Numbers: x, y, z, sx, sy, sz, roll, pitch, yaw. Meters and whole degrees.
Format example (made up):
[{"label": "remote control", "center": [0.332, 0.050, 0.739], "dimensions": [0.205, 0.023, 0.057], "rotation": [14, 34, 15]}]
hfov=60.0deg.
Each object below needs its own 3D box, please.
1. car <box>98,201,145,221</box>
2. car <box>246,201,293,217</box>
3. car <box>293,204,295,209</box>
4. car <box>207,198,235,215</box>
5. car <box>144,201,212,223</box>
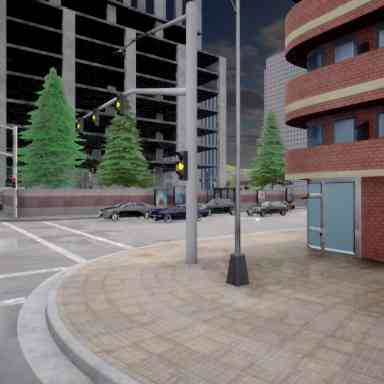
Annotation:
[{"label": "car", "center": [-5.295, 1.547, 27.576], "dimensions": [4.902, 1.511, 2.128], "rotation": [0, 0, -35]}, {"label": "car", "center": [7.345, 1.581, 32.236], "dimensions": [4.674, 1.442, 1.812], "rotation": [0, 0, -35]}, {"label": "car", "center": [9.582, 1.656, 38.117], "dimensions": [4.718, 1.301, 1.895], "rotation": [0, 0, -35]}, {"label": "car", "center": [2.187, 1.407, 32.876], "dimensions": [4.553, 1.767, 2.097], "rotation": [0, 0, -35]}, {"label": "car", "center": [-1.032, 1.656, 26.307], "dimensions": [4.718, 1.301, 1.895], "rotation": [0, 0, -35]}]
